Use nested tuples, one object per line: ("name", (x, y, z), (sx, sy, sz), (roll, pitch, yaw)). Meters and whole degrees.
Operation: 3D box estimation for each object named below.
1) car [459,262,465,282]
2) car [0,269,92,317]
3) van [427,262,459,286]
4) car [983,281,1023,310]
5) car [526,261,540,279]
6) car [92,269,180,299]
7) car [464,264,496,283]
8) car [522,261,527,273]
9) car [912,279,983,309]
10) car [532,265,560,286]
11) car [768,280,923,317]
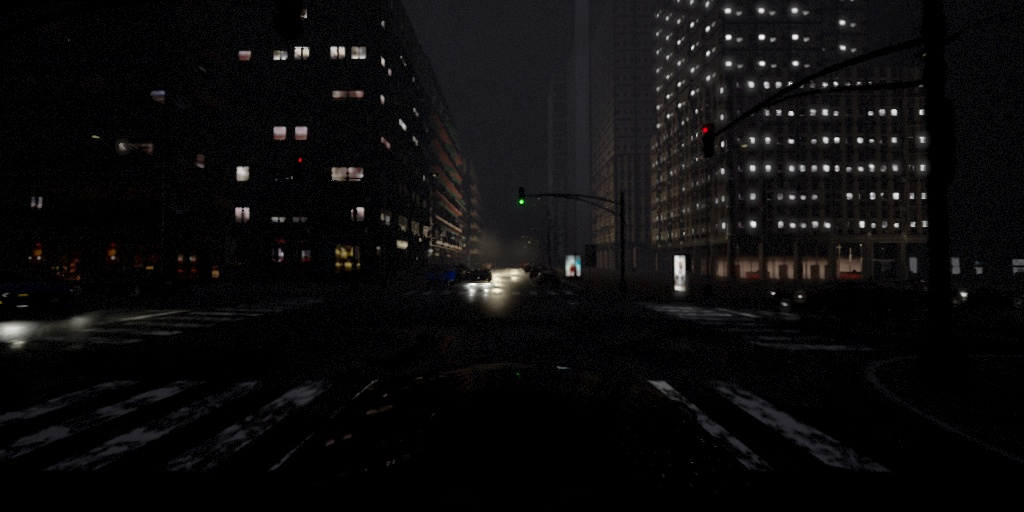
("car", (-5.513, 1.460, 34.031), (2.192, 1.841, 5.009), (0, 0, 0))
("car", (-17.376, 1.124, 11.631), (5.008, 1.535, 1.882), (1, -1, -1))
("van", (-5.541, 1.419, 28.504), (1.690, 1.789, 3.998), (0, 0, 0))
("car", (25.055, 1.877, 17.611), (4.403, 1.370, 2.007), (0, 0, 0))
("car", (2.897, 1.641, 39.514), (1.967, 1.591, 4.097), (0, 0, 0))
("car", (-18.704, 1.308, 17.402), (4.313, 1.339, 1.948), (0, 0, 0))
("car", (-2.833, 1.690, 32.423), (1.994, 1.385, 4.181), (0, -1, 0))
("car", (2.983, 1.846, 56.095), (1.967, 1.591, 4.097), (0, 0, 0))
("car", (19.485, 1.803, 17.601), (4.403, 1.370, 2.007), (0, 0, 0))
("car", (2.840, 1.649, 28.459), (1.802, 1.307, 4.207), (0, 0, 0))
("car", (13.510, 1.720, 14.884), (4.718, 1.301, 1.895), (1, -1, 0))
